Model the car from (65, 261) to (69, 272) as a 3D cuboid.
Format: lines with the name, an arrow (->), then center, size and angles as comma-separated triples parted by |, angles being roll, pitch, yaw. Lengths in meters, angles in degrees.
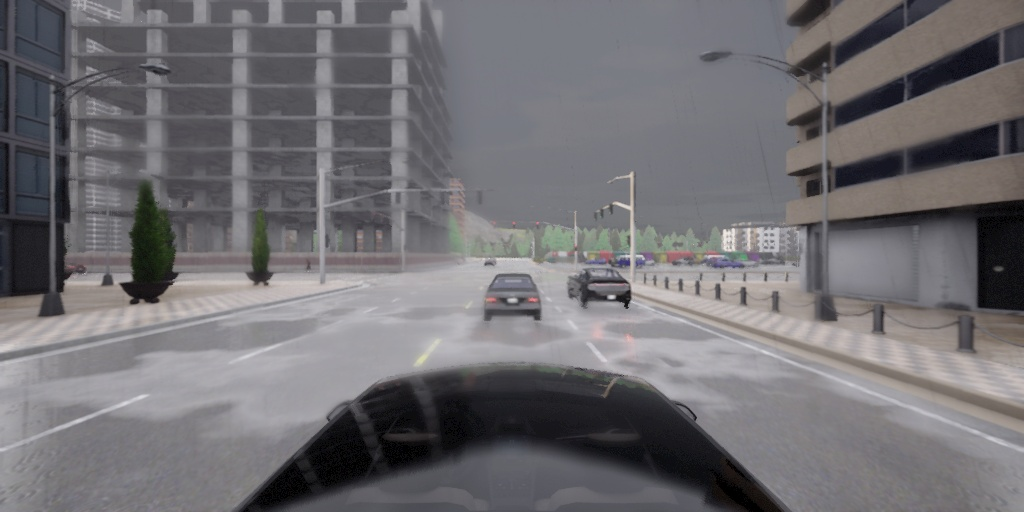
car -> -45.169, 1.292, 33.387 | 5.008, 1.535, 1.882 | 0, 0, 0

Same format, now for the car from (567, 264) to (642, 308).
car -> 3.529, 1.249, 15.170 | 2.128, 1.511, 4.902 | 0, 0, 0

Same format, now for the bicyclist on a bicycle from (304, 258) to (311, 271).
bicyclist on a bicycle -> -25.912, 1.125, 45.479 | 0.582, 1.620, 1.656 | 0, 0, 0

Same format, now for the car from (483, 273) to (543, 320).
car -> 0.035, 1.303, 12.571 | 2.033, 1.411, 5.357 | 0, 0, 0
